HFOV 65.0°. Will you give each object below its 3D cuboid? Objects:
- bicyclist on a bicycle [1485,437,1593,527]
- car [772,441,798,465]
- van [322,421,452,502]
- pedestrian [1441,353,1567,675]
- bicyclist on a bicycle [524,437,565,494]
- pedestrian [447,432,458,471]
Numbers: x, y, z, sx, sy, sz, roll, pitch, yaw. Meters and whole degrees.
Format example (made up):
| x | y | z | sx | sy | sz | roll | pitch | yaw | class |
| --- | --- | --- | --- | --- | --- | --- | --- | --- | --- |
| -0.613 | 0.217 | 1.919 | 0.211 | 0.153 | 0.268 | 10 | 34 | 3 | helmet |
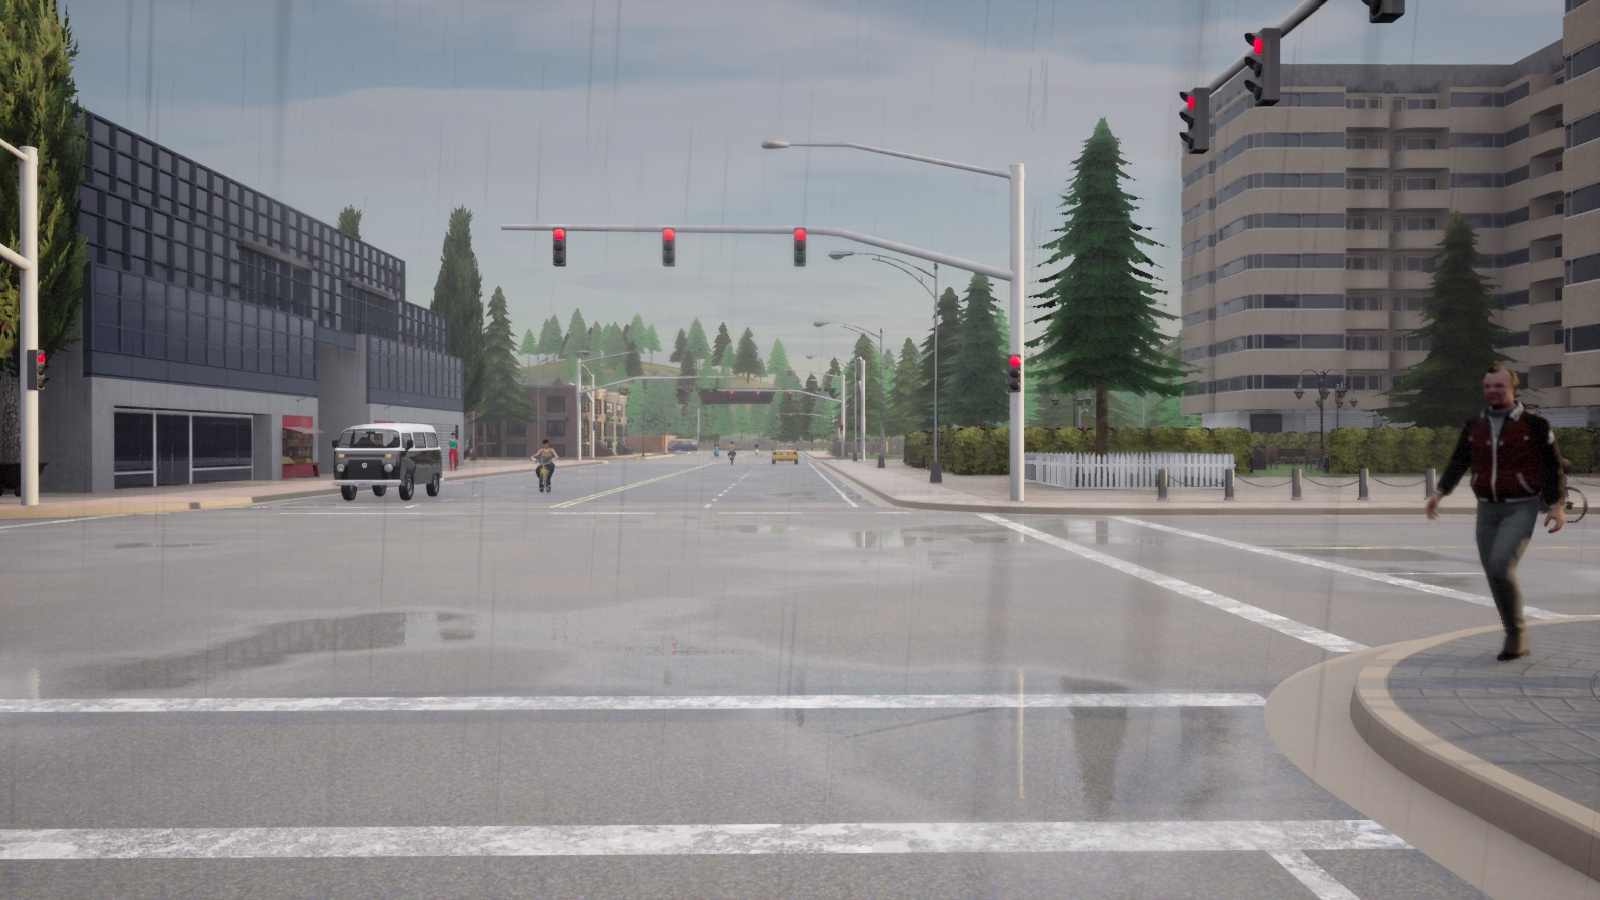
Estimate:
| x | y | z | sx | sy | sz | roll | pitch | yaw | class |
| --- | --- | --- | --- | --- | --- | --- | --- | --- | --- |
| 13.592 | 0.580 | 23.109 | 1.656 | 1.620 | 0.582 | 0 | 0 | -1 | bicyclist on a bicycle |
| -1.048 | 0.189 | 87.747 | 1.801 | 1.575 | 5.366 | 0 | 0 | -1 | car |
| -10.995 | 0.270 | 33.794 | 2.069 | 2.038 | 4.480 | 0 | 0 | -1 | van |
| 4.258 | 0.366 | 7.589 | 0.720 | 1.854 | 0.376 | 0 | 0 | -34 | pedestrian |
| -7.530 | 0.464 | 37.074 | 0.866 | 1.612 | 1.509 | 0 | -4 | 0 | bicyclist on a bicycle |
| -16.156 | 0.062 | 58.430 | 0.345 | 1.836 | 0.594 | 0 | 0 | -1 | pedestrian |
